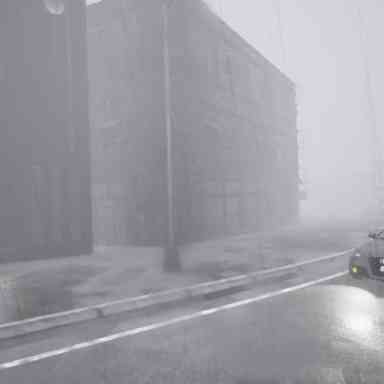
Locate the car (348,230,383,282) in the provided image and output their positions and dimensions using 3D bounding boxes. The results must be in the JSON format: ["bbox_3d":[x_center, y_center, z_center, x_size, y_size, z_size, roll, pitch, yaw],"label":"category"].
[{"bbox_3d":[5.885,1.587,8.871,4.181,1.385,1.994,1,0,-43],"label":"car"}]

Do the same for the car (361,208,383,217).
[{"bbox_3d":[25.155,2.791,45.900,1.895,1.301,4.718,-1,-3,6],"label":"car"}]
